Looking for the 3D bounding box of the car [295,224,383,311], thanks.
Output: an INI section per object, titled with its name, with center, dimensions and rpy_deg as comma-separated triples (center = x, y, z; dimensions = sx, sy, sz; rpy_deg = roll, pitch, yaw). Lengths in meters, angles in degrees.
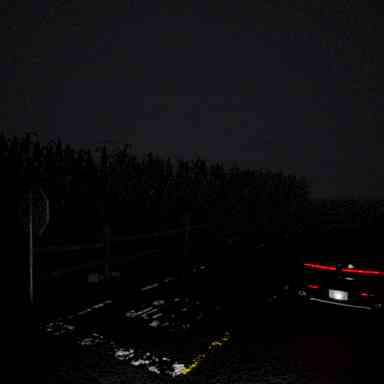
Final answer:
[car]
center = 3.804, 1.498, 7.676
dimensions = 1.837, 1.490, 4.892
rpy_deg = 0, 0, 33
